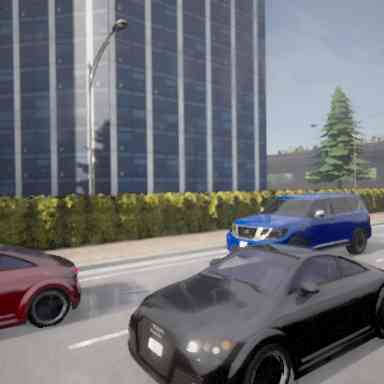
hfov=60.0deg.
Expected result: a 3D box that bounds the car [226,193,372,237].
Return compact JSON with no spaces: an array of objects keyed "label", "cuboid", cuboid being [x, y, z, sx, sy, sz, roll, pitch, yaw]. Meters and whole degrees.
[{"label":"car","cuboid":[3.695,1.075,10.935,5.566,2.045,2.150,-1,1,-36]}]

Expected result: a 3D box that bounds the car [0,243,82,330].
[{"label":"car","cuboid":[-4.021,1.573,5.409,4.181,1.385,1.994,-1,1,-36]}]

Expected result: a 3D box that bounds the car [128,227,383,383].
[{"label":"car","cuboid":[1.211,1.506,4.852,4.181,1.385,1.994,-1,1,-36]}]
